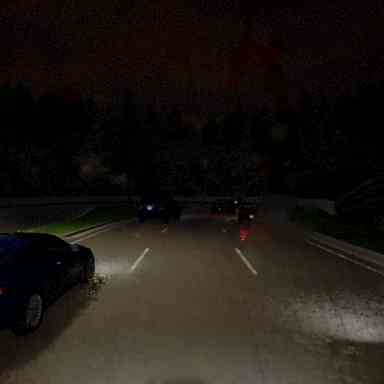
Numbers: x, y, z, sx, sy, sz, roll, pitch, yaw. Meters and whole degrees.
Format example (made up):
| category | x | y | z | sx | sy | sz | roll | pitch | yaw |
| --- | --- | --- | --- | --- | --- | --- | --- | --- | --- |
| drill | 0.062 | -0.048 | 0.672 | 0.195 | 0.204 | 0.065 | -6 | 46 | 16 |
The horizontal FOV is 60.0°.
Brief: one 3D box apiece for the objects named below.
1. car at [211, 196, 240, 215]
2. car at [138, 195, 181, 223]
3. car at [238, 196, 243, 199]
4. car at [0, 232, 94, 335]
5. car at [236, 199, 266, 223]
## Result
| category | x | y | z | sx | sy | sz | roll | pitch | yaw |
| --- | --- | --- | --- | --- | --- | --- | --- | --- | --- |
| car | 3.304 | 1.476 | 33.954 | 1.882 | 1.535 | 5.008 | 0 | 0 | 16 |
| car | -2.419 | 1.221 | 25.714 | 2.150 | 2.045 | 5.566 | 0 | 0 | 11 |
| car | 5.977 | 1.349 | 44.079 | 2.097 | 1.767 | 4.553 | 0 | 0 | 12 |
| car | -3.395 | 1.525 | 6.572 | 1.812 | 1.442 | 4.674 | 0 | 0 | 0 |
| car | 4.577 | 1.524 | 25.270 | 1.812 | 1.442 | 4.674 | 0 | 0 | 11 |
